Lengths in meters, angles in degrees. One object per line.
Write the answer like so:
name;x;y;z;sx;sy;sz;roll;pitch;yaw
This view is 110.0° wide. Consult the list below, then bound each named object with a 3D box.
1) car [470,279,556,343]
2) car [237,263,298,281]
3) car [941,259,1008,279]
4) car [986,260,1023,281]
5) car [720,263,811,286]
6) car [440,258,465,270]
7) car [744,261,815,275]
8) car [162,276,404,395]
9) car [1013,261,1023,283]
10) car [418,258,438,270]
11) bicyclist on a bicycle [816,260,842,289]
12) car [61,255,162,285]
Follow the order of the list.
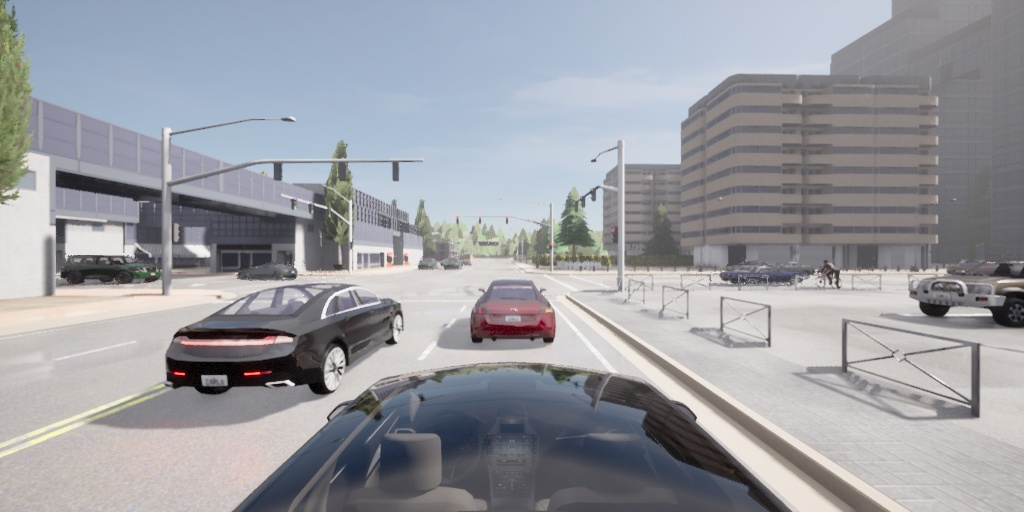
car;0.014;1.307;9.666;1.994;1.385;4.181;0;0;0
car;-20.018;1.291;29.462;4.181;1.385;1.994;0;0;-1
car;46.005;1.287;35.537;4.181;1.385;1.994;0;0;-1
car;46.525;1.272;32.047;5.357;1.411;2.033;0;0;-2
car;16.845;1.332;24.156;4.718;1.301;1.895;0;0;0
car;-8.385;1.062;50.805;2.097;1.767;4.553;0;0;-1
car;23.678;1.217;31.465;4.902;1.511;2.128;0;0;-2
car;-3.472;1.238;6.610;2.128;1.511;4.902;0;0;0
car;43.309;1.292;28.388;4.181;1.385;1.994;0;0;-1
car;-11.882;1.062;50.719;2.097;1.767;4.553;0;0;-1
bicyclist on a bicycle;17.933;1.037;20.307;0.582;1.620;1.656;0;0;-2
car;-28.456;0.951;25.588;5.566;2.045;2.150;0;0;-1
